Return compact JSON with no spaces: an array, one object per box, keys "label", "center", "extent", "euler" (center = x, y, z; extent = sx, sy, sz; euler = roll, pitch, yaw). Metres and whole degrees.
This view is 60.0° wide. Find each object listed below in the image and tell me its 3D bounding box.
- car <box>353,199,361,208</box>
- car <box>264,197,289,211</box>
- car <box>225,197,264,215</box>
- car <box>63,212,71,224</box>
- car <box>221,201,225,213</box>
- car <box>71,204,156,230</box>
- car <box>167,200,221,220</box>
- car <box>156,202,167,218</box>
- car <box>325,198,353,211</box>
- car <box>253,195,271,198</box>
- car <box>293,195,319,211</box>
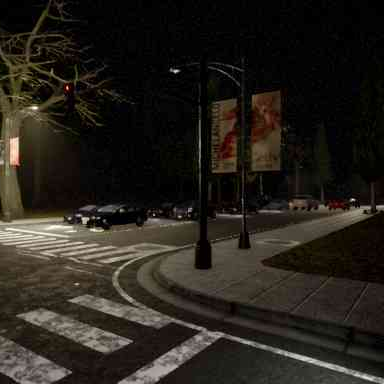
[{"label":"car","center":[26.438,1.892,54.763],"extent":[2.128,1.511,4.902],"euler":[0,-1,35]},{"label":"car","center":[11.883,1.772,45.652],"extent":[1.812,1.442,4.674],"euler":[0,0,36]},{"label":"car","center":[5.931,1.680,37.263],"extent":[1.837,1.490,4.892],"euler":[0,0,35]},{"label":"car","center":[-7.187,1.637,24.303],"extent":[1.994,1.385,4.181],"euler":[0,0,36]},{"label":"car","center":[3.875,1.776,39.995],"extent":[1.895,1.301,4.718],"euler":[0,0,35]},{"label":"car","center":[-4.977,1.566,21.782],"extent":[2.128,1.511,4.902],"euler":[0,0,35]},{"label":"car","center":[0.275,1.472,29.237],"extent":[2.097,1.767,4.553],"euler":[0,0,35]},{"label":"car","center":[-1.855,1.667,31.847],"extent":[2.033,1.411,5.357],"euler":[0,0,35]},{"label":"car","center":[20.677,1.658,46.581],"extent":[2.097,1.767,4.553],"euler":[0,0,35]},{"label":"car","center":[9.961,1.472,48.558],"extent":[2.150,2.045,5.566],"euler":[0,0,38]},{"label":"car","center":[15.281,1.473,44.563],"extent":[2.150,2.045,5.566],"euler":[0,-2,35]}]
